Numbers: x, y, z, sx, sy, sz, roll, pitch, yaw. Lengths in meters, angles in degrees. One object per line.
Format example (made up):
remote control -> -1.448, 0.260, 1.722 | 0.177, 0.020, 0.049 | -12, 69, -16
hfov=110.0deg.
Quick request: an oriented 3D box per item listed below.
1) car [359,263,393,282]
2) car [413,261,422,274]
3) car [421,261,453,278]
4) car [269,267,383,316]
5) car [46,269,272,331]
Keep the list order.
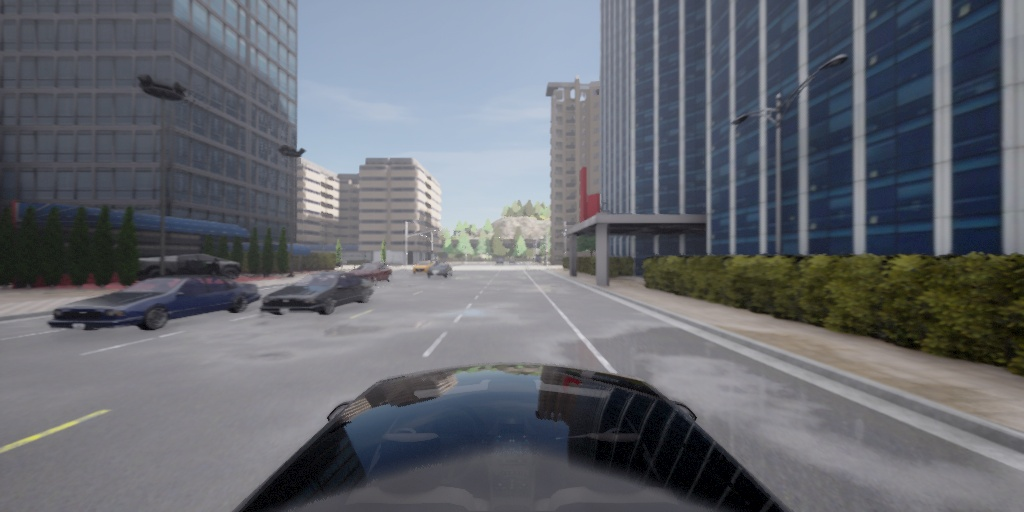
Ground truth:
car -> -10.550, 1.301, 26.882 | 1.882, 1.535, 5.008 | 0, 0, 1
car -> -10.494, 1.356, 43.125 | 1.882, 1.535, 5.008 | 0, 0, 0
car -> -6.999, 1.350, 35.229 | 2.128, 1.511, 4.902 | 0, 0, 0
car -> -7.089, 1.330, 13.841 | 2.033, 1.411, 5.357 | 0, 0, 0
car -> -10.499, 1.318, 11.353 | 2.033, 1.411, 5.357 | 0, 0, 0
